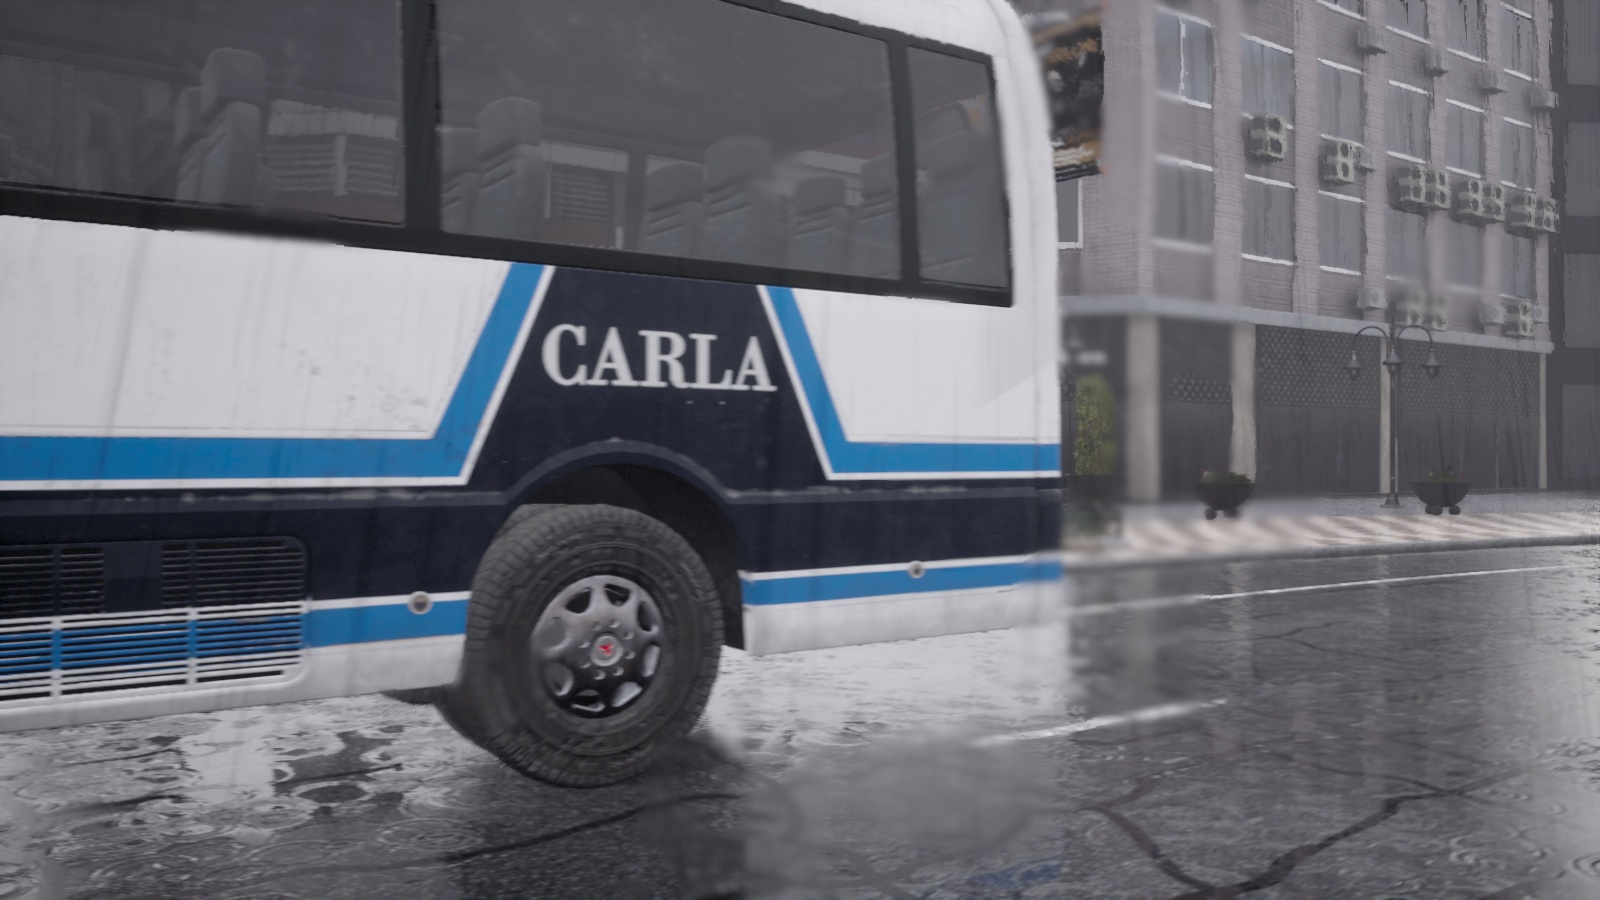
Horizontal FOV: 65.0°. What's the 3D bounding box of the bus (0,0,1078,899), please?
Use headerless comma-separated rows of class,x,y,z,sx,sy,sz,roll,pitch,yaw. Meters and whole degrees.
bus,-3.906,-0.611,5.210,10.273,4.253,3.944,0,0,-35
